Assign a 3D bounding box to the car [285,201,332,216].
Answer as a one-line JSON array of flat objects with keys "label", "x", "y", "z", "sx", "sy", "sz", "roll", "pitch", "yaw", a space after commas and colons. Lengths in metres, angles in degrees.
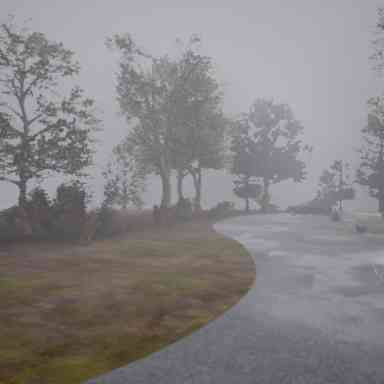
[{"label": "car", "x": 11.378, "y": 1.590, "z": 32.536, "sx": 4.718, "sy": 1.301, "sz": 1.895, "roll": 0, "pitch": 0, "yaw": -30}]
